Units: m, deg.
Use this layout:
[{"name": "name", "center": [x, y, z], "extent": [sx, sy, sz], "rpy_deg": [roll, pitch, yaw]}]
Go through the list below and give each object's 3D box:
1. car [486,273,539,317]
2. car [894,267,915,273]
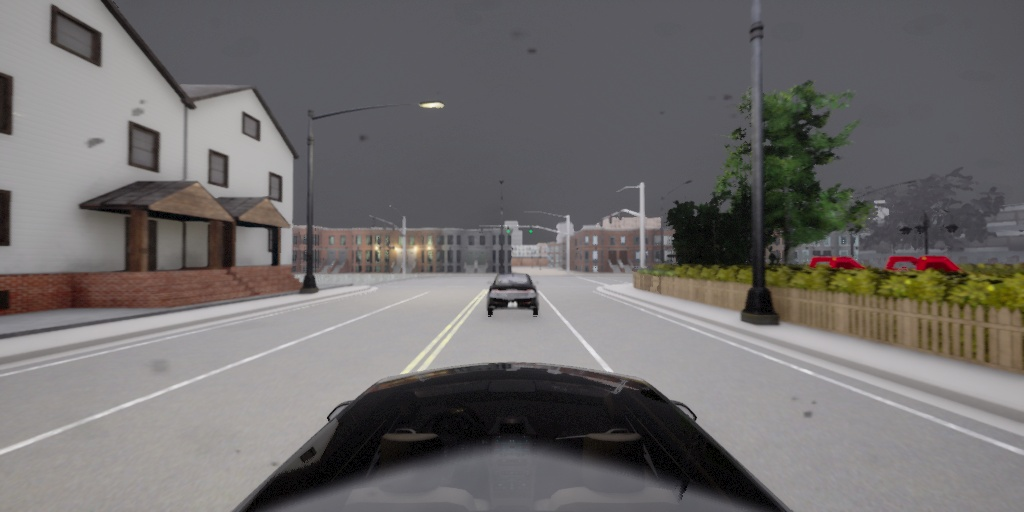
[{"name": "car", "center": [0.043, 1.410, 14.083], "extent": [2.128, 1.511, 4.902], "rpy_deg": [0, -1, 1]}, {"name": "car", "center": [41.907, 1.847, 38.555], "extent": [4.718, 1.301, 1.895], "rpy_deg": [0, -1, 0]}]
